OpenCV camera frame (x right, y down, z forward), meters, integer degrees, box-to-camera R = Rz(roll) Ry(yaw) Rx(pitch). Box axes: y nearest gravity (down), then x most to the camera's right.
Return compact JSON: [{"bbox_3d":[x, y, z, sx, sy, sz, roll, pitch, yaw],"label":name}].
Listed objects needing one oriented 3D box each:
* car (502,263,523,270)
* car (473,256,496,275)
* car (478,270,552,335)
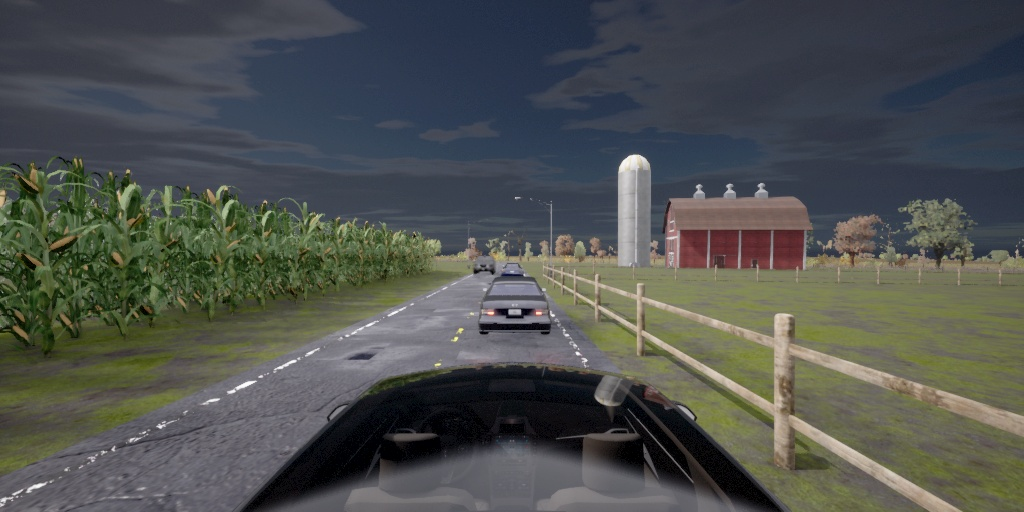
[{"bbox_3d":[0.043,1.319,32.732,1.994,1.385,4.181,0,0,0],"label":"car"},{"bbox_3d":[-2.894,0.979,38.770,2.150,2.045,5.566,0,0,0],"label":"car"},{"bbox_3d":[0.074,1.297,10.506,2.033,1.411,5.357,0,0,0],"label":"car"}]
